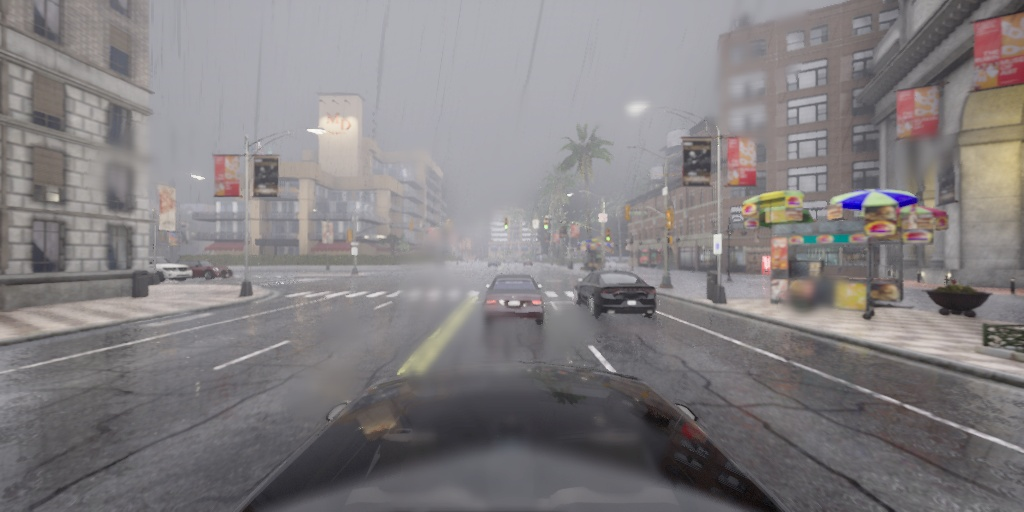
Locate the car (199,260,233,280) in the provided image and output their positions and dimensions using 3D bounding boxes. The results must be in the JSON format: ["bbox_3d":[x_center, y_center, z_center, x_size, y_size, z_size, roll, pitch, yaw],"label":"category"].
[{"bbox_3d":[-27.257,1.138,31.507,4.553,1.767,2.097,0,0,0],"label":"car"}]

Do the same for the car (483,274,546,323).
[{"bbox_3d":[0.069,1.309,12.098,2.033,1.411,5.357,0,0,0],"label":"car"}]

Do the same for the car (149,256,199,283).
[{"bbox_3d":[-28.387,1.004,27.996,5.566,2.045,2.150,0,0,0],"label":"car"}]

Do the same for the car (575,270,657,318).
[{"bbox_3d":[3.575,1.241,13.170,1.882,1.535,5.008,0,0,0],"label":"car"}]
